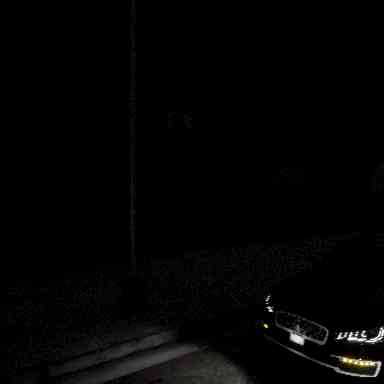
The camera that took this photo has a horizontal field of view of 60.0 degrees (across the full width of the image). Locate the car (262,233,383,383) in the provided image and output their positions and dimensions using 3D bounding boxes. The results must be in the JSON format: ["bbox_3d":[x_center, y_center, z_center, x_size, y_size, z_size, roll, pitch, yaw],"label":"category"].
[{"bbox_3d":[3.224,1.486,5.361,4.892,1.490,1.837,0,0,-35],"label":"car"}]
